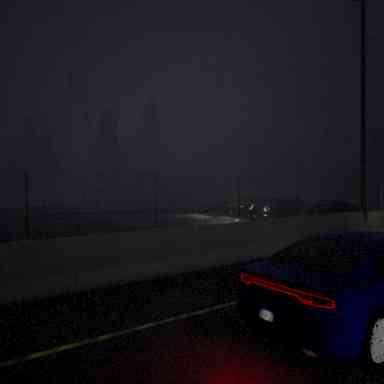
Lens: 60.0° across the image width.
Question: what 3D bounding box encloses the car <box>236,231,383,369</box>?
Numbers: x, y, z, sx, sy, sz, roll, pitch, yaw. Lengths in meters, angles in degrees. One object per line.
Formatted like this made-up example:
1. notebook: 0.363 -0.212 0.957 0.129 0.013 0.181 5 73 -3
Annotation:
1. car: 3.024 1.412 5.707 5.008 1.535 1.882 -1 1 -34

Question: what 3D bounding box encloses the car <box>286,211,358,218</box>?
1. car: 8.898 1.259 21.853 4.902 1.511 2.128 -1 0 -29

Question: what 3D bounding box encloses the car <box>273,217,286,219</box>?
1. car: 6.350 1.115 24.407 4.553 1.767 2.097 -1 1 -30
